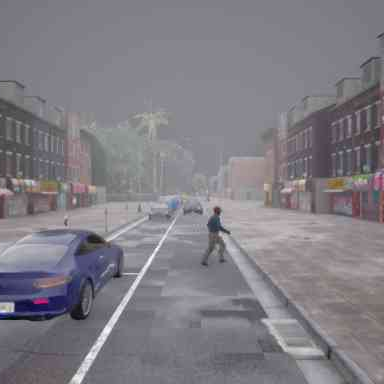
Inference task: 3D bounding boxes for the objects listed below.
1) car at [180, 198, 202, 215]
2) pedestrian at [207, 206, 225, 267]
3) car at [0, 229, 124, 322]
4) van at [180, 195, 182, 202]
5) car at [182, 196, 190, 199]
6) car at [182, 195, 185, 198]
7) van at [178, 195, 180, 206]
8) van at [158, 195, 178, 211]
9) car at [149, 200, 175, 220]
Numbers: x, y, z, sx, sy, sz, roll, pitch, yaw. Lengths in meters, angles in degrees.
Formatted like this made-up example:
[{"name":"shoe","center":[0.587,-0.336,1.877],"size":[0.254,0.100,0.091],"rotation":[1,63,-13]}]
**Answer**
[{"name":"car","center":[0.083,1.623,34.051],"size":[1.895,1.301,4.718],"rotation":[0,0,0]},{"name":"pedestrian","center":[0.720,1.292,10.010],"size":[0.375,1.860,0.375],"rotation":[0,0,0]},{"name":"car","center":[-2.751,1.525,7.174],"size":[1.812,1.442,4.674],"rotation":[0,0,0]},{"name":"van","center":[-2.644,1.380,44.536],"size":[1.690,1.788,3.998],"rotation":[0,0,0]},{"name":"car","center":[0.031,1.605,46.100],"size":[1.994,1.385,4.181],"rotation":[0,0,1]},{"name":"car","center":[-2.646,1.608,55.464],"size":[2.008,1.369,4.403],"rotation":[0,0,0]},{"name":"van","center":[-2.644,1.371,39.071],"size":[1.690,1.788,3.998],"rotation":[0,0,0]},{"name":"van","center":[-2.643,1.362,33.607],"size":[1.690,1.788,3.998],"rotation":[0,0,0]},{"name":"car","center":[-2.642,1.594,28.142],"size":[1.802,1.307,4.206],"rotation":[0,0,0]}]
